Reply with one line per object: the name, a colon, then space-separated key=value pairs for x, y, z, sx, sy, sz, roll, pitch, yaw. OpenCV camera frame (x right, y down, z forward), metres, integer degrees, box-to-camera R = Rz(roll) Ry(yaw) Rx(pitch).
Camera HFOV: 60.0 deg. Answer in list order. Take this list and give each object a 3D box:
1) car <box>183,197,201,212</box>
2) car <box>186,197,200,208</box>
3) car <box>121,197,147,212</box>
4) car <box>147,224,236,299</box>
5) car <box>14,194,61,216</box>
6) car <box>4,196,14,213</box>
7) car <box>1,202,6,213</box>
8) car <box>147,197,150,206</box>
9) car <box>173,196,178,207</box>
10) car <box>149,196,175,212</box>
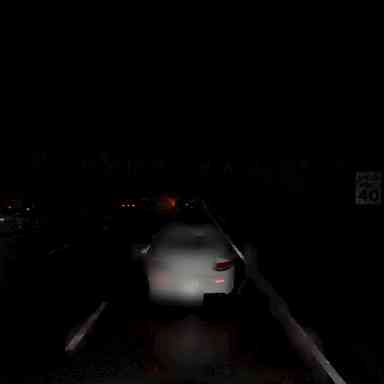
car: x=-0.012 y=1.526 z=39.321 sx=1.812 sy=1.442 sz=4.674 roll=0 pitch=0 yaw=1
car: x=0.193 y=1.477 z=49.538 sx=1.882 sy=1.535 sz=5.008 roll=0 pitch=0 yaw=1
car: x=-7.012 y=1.547 z=39.316 sx=2.033 sy=1.411 sz=5.357 roll=0 pitch=0 yaw=1
car: x=-0.012 y=1.526 z=8.304 sx=1.812 sy=1.442 sz=4.674 roll=0 pitch=0 yaw=0
car: x=-15.043 y=1.221 z=33.255 sx=2.150 sy=2.045 sz=5.566 roll=0 pitch=0 yaw=0
car: x=-18.533 y=1.221 z=36.592 sx=2.150 sy=2.045 sz=5.566 roll=0 pitch=0 yaw=0
car: x=-15.106 y=1.564 z=22.774 sx=1.994 sy=1.385 sz=4.181 roll=0 pitch=0 yaw=0
car: x=-6.806 y=1.525 z=49.677 sx=1.812 sy=1.442 sz=4.674 roll=0 pitch=0 yaw=1
car: x=-3.308 y=1.352 z=49.559 sx=2.097 sy=1.767 sz=4.553 roll=0 pitch=0 yaw=1
car: x=-3.508 y=1.564 z=39.731 sx=1.994 sy=1.385 sz=4.181 roll=0 pitch=0 yaw=1
